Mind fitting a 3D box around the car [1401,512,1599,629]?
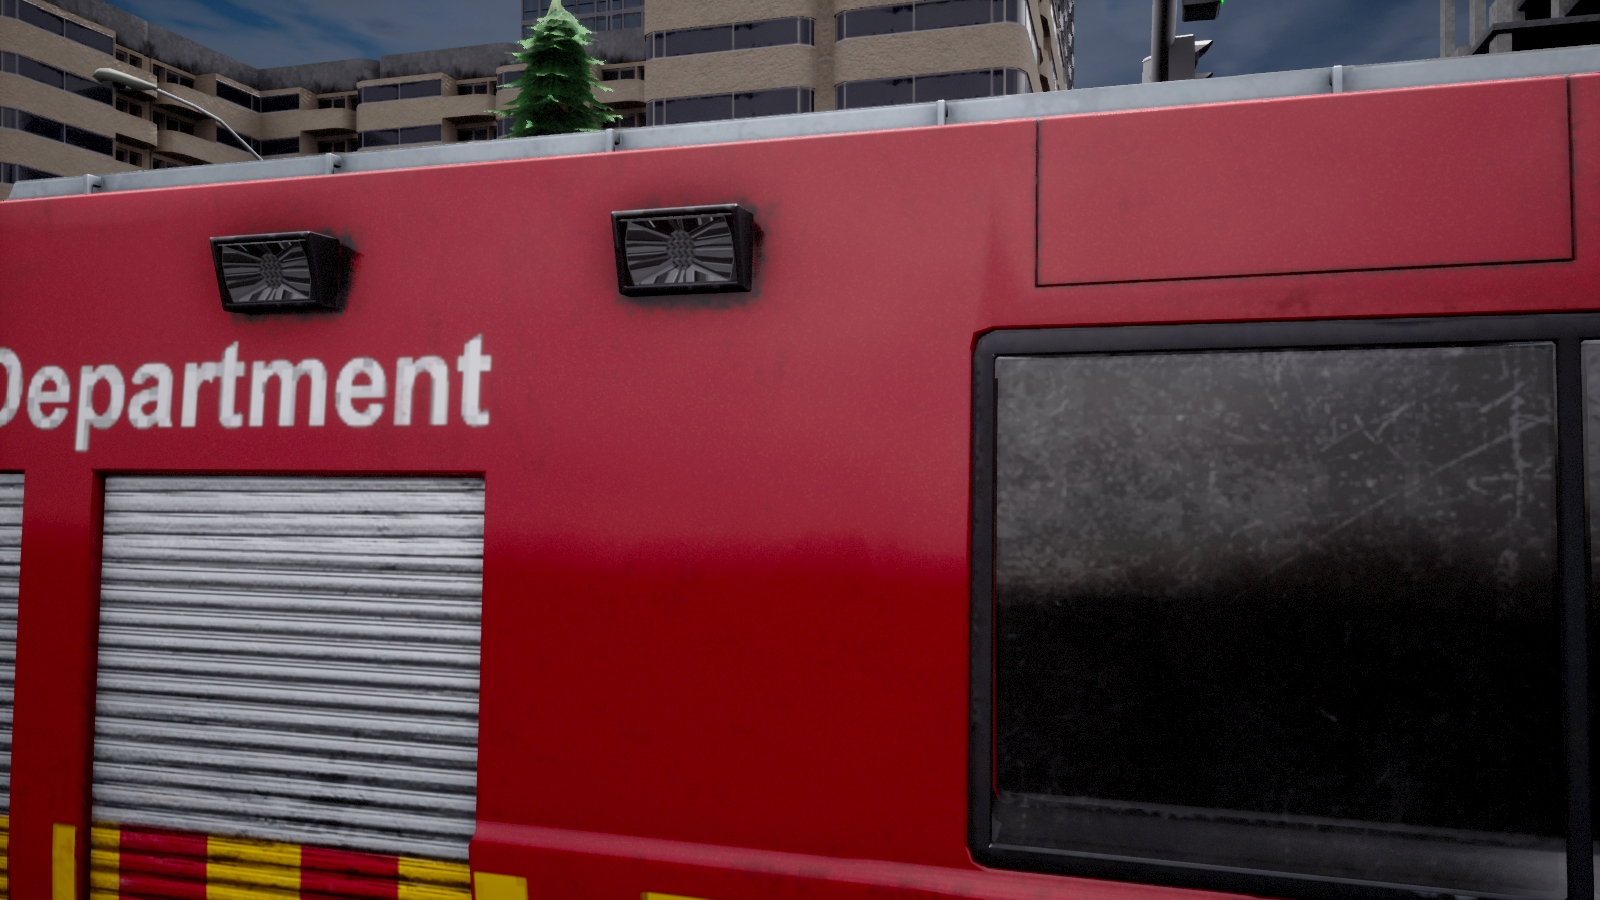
[{"bbox_3d":[12.484,2.037,20.491,2.038,1.542,4.974,0,0,16],"label":"car"}]
